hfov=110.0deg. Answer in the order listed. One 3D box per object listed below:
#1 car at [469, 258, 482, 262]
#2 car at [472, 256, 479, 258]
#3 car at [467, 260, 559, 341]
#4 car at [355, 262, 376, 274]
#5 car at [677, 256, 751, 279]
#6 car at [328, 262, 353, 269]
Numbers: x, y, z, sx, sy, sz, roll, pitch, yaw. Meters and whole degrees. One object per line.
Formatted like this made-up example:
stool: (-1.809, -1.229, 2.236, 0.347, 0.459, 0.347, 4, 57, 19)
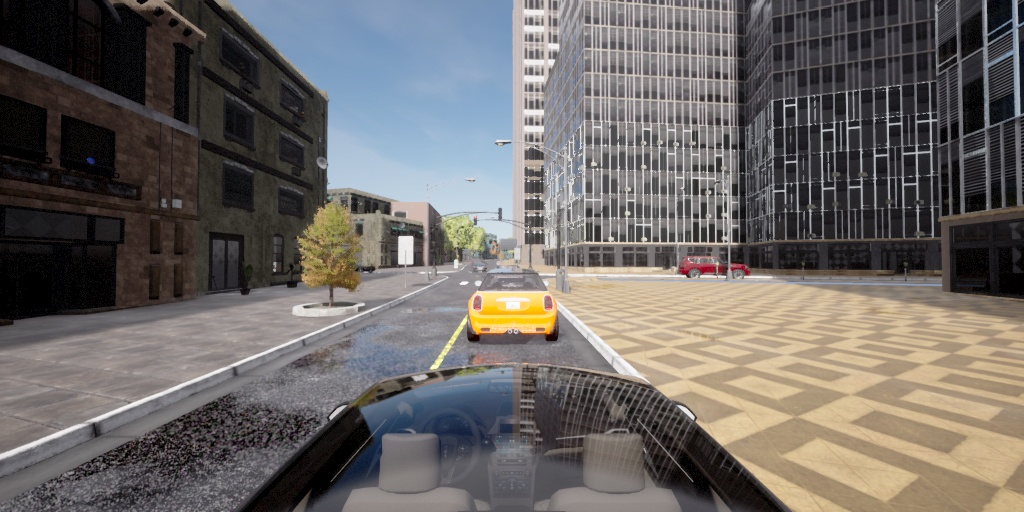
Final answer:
car: (-4.232, 1.286, 44.605, 1.812, 1.442, 4.674, 0, 0, -13)
car: (-6.134, 1.242, 59.932, 1.882, 1.535, 5.008, 0, 0, -6)
car: (0.003, 1.105, 10.002, 2.097, 1.767, 4.553, 0, 0, 0)
car: (-18.415, 1.389, 42.039, 4.718, 1.301, 1.895, 0, -1, 18)
car: (15.742, 0.938, 28.258, 5.009, 1.841, 2.192, 0, 0, 18)
car: (-20.589, 1.317, 40.141, 4.313, 1.339, 1.948, 0, 0, 18)
